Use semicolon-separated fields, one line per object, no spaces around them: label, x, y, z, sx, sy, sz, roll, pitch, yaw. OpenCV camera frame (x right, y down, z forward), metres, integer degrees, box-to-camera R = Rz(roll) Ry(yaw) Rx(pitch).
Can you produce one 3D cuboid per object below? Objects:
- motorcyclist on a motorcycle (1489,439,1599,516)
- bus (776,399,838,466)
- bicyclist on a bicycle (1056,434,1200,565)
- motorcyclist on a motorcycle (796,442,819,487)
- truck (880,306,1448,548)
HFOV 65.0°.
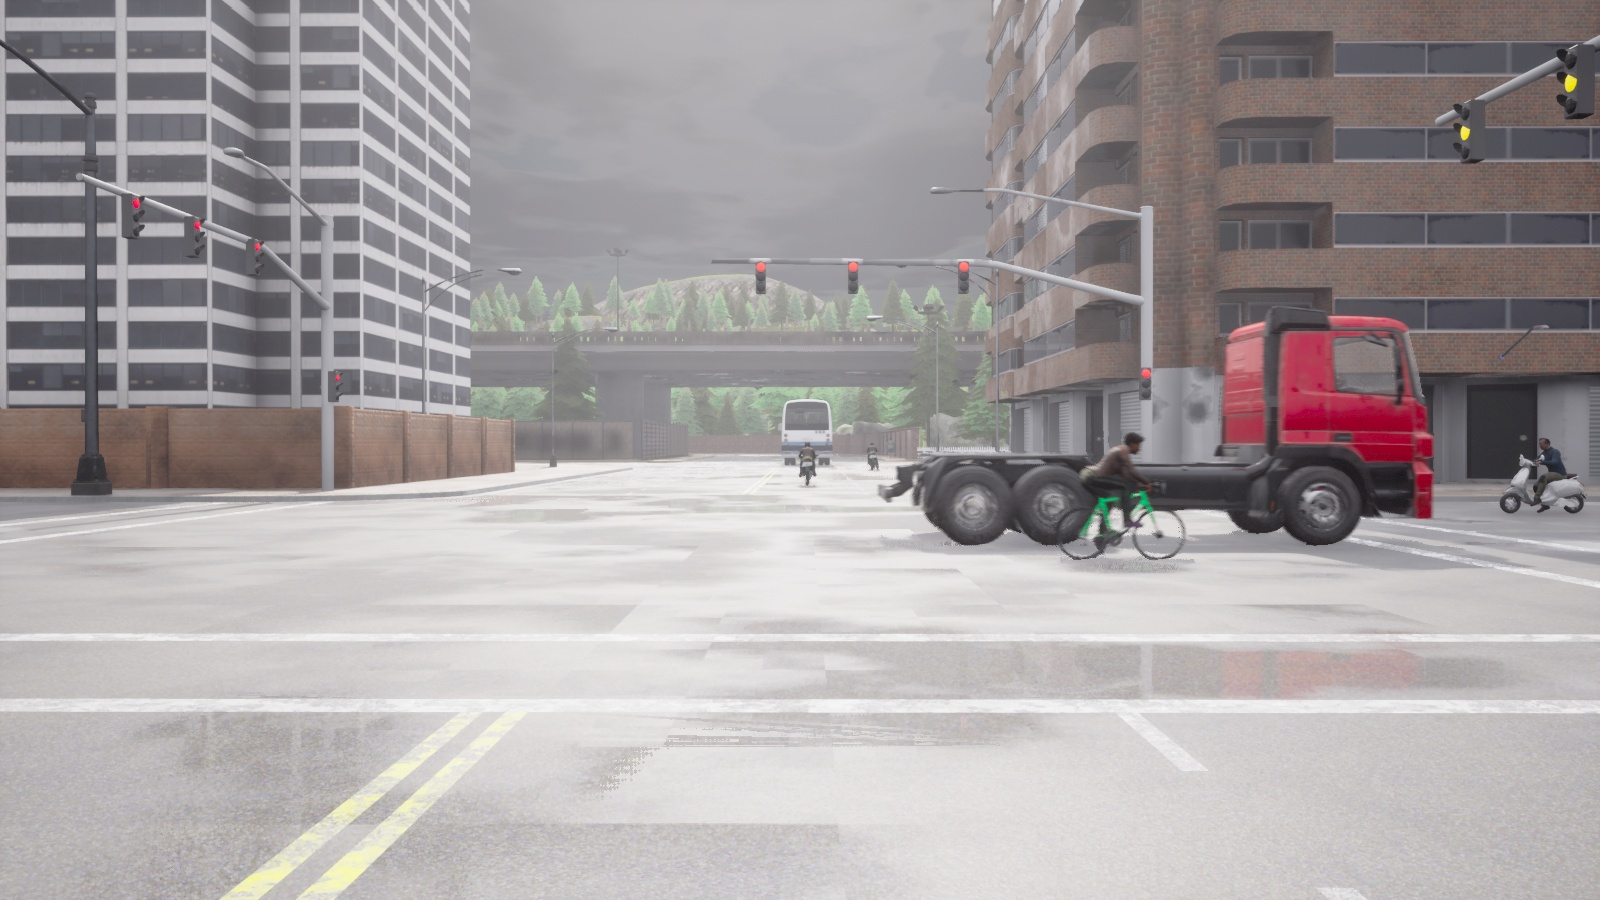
motorcyclist on a motorcycle;15.578;0.564;26.303;1.817;1.590;0.866;0;0;1
bus;0.478;-1.142;85.563;3.944;4.253;10.273;0;0;0
bicyclist on a bicycle;4.144;0.613;15.926;1.656;1.620;0.582;0;0;1
motorcyclist on a motorcycle;0.259;0.482;43.794;0.797;1.523;2.044;0;0;0
truck;5.286;-0.341;19.409;7.936;3.462;2.891;0;0;1
